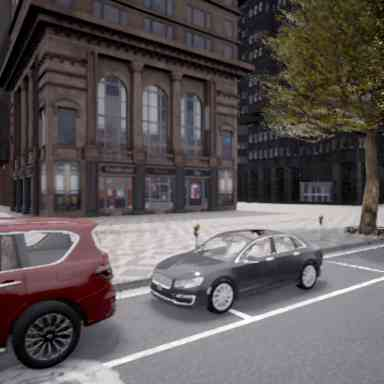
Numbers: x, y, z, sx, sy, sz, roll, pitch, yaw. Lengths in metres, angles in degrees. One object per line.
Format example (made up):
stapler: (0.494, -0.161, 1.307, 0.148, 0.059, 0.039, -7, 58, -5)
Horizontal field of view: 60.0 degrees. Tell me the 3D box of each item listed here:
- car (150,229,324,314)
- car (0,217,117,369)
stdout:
car: (1.180, 1.549, 7.488, 4.403, 1.369, 2.008, 0, 0, -35)
car: (-3.443, 1.315, 4.193, 5.009, 1.841, 2.192, 0, 0, -35)
